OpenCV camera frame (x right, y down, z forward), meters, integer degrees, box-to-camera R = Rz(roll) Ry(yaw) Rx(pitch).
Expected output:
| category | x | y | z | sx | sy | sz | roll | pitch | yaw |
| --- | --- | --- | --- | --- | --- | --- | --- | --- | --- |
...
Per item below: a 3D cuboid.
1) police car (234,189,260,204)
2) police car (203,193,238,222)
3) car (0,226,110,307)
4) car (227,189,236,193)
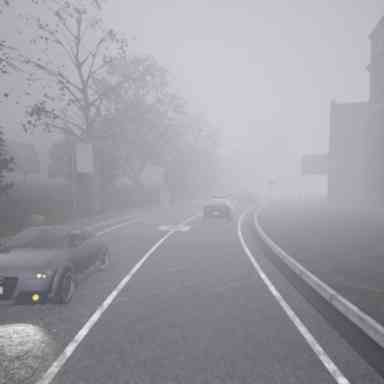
| category | x | y | z | sx | sy | sz | roll | pitch | yaw |
| --- | --- | --- | --- | --- | --- | --- | --- | --- | --- |
| police car | 7.242 | 0.681 | 41.751 | 2.038 | 1.542 | 4.974 | 2 | 3 | 22 |
| police car | 2.028 | 1.131 | 24.176 | 1.930 | 1.638 | 5.238 | 1 | 1 | 11 |
| car | -3.389 | 1.523 | 7.847 | 1.994 | 1.385 | 4.181 | 0 | 1 | 2 |
| car | 6.239 | 0.290 | 48.556 | 1.882 | 1.535 | 5.008 | 3 | 3 | 26 |
